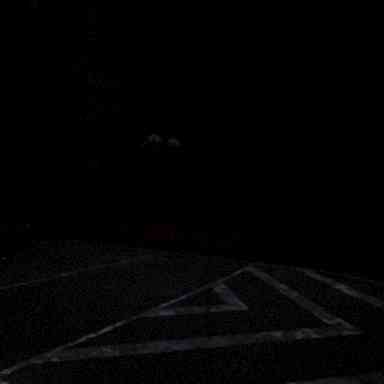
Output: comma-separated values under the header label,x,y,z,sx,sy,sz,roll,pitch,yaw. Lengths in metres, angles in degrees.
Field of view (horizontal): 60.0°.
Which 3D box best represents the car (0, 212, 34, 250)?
label,x,y,z,sx,sy,sz,roll,pitch,yaw
car,-8.476,1.621,13.013,1.851,1.617,3.988,-1,0,35
